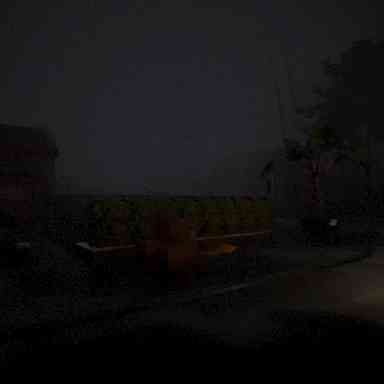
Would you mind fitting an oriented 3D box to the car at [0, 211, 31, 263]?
[{"bbox_3d":[-6.510,1.356,10.753,2.033,1.415,5.357,0,0,-33],"label":"car"}]
